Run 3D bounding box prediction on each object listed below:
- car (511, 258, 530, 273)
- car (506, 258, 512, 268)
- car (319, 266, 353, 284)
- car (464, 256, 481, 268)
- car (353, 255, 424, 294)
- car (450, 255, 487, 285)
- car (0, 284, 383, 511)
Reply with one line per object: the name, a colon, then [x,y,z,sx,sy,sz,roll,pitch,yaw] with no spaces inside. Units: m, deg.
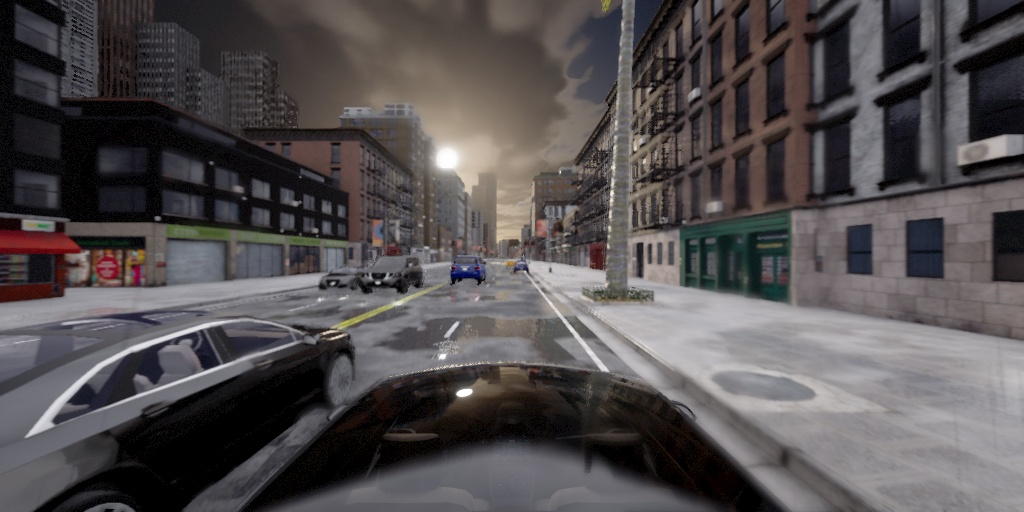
car: [1.120,1.285,43.436,1.812,1.442,4.674,0,0,0]
car: [-0.023,1.234,62.764,1.882,1.535,5.008,0,0,0]
car: [-9.855,1.319,21.711,1.994,1.385,4.181,0,0,0]
car: [-6.555,0.980,60.252,2.150,2.045,5.566,0,0,1]
car: [-6.609,0.979,20.408,2.150,2.045,5.566,0,0,0]
car: [-3.161,0.978,26.631,2.150,2.045,5.566,0,0,0]
car: [-3.152,1.242,3.255,2.128,1.511,4.902,0,0,0]
